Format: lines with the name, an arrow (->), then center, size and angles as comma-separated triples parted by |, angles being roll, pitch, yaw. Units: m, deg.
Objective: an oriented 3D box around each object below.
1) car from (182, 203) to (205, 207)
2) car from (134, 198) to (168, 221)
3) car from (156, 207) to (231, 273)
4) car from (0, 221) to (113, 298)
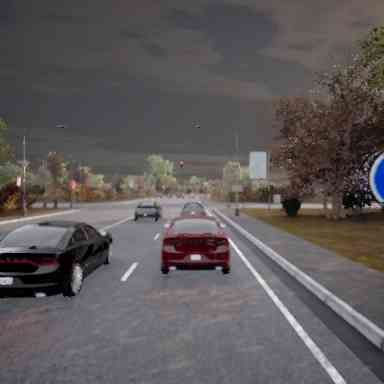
car -> 0.089, 1.541, 27.152 | 1.994, 1.385, 4.181 | 0, 0, 0
car -> -3.411, 1.469, 26.698 | 2.128, 1.511, 4.902 | 0, 0, 0
car -> 0.095, 1.469, 10.687 | 1.882, 1.535, 5.008 | 0, 0, 0
car -> -3.404, 1.470, 8.565 | 1.882, 1.535, 5.008 | 0, 0, 0
